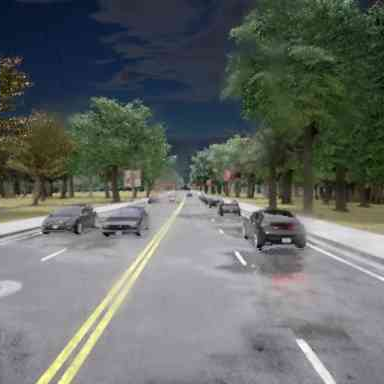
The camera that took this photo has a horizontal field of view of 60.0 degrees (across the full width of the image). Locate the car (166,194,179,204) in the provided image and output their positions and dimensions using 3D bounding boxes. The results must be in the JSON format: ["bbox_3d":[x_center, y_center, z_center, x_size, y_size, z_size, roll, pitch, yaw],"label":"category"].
[{"bbox_3d":[-3.419,1.214,59.088,2.097,1.767,4.553,0,0,0],"label":"car"}]

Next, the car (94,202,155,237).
[{"bbox_3d":[-3.348,1.503,17.918,2.033,1.411,5.357,0,0,0],"label":"car"}]

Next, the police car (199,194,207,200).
[{"bbox_3d":[2.832,1.234,88.476,2.038,1.542,4.974,0,0,-1],"label":"police car"}]

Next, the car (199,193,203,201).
[{"bbox_3d":[3.067,1.339,66.485,2.163,1.488,4.792,0,0,0],"label":"car"}]

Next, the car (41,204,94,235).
[{"bbox_3d":[-6.598,1.459,18.461,1.837,1.490,4.892,0,0,0],"label":"car"}]

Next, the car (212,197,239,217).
[{"bbox_3d":[3.342,1.414,30.626,2.128,1.511,4.902,0,0,0],"label":"car"}]

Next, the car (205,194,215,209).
[{"bbox_3d":[3.207,1.377,44.433,1.882,1.535,5.008,0,0,0],"label":"car"}]

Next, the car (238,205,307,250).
[{"bbox_3d":[3.352,1.468,14.194,1.837,1.490,4.892,0,0,0],"label":"car"}]

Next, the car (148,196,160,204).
[{"bbox_3d":[-6.660,1.411,58.978,2.033,1.411,5.357,0,0,0],"label":"car"}]

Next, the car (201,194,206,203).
[{"bbox_3d":[3.149,1.376,55.474,2.163,1.488,4.792,0,0,0],"label":"car"}]
